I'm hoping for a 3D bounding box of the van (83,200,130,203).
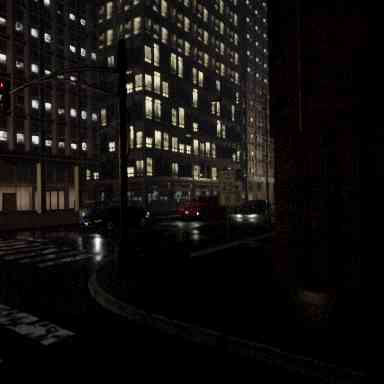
[{"bbox_3d":[-6.050,1.469,23.508,1.690,1.788,3.998,-2,-1,36],"label":"van"}]

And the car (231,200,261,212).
[{"bbox_3d":[6.780,1.698,41.420,1.752,1.417,4.829,-2,-1,36],"label":"car"}]

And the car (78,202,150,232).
[{"bbox_3d":[-4.703,1.578,20.976,1.837,1.490,4.892,-1,-1,33],"label":"car"}]

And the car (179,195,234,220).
[{"bbox_3d":[1.185,1.315,29.165,2.150,2.045,5.566,-1,-1,36],"label":"car"}]

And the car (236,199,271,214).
[{"bbox_3d":[7.190,1.591,37.528,1.882,1.535,5.008,-1,-1,36],"label":"car"}]
